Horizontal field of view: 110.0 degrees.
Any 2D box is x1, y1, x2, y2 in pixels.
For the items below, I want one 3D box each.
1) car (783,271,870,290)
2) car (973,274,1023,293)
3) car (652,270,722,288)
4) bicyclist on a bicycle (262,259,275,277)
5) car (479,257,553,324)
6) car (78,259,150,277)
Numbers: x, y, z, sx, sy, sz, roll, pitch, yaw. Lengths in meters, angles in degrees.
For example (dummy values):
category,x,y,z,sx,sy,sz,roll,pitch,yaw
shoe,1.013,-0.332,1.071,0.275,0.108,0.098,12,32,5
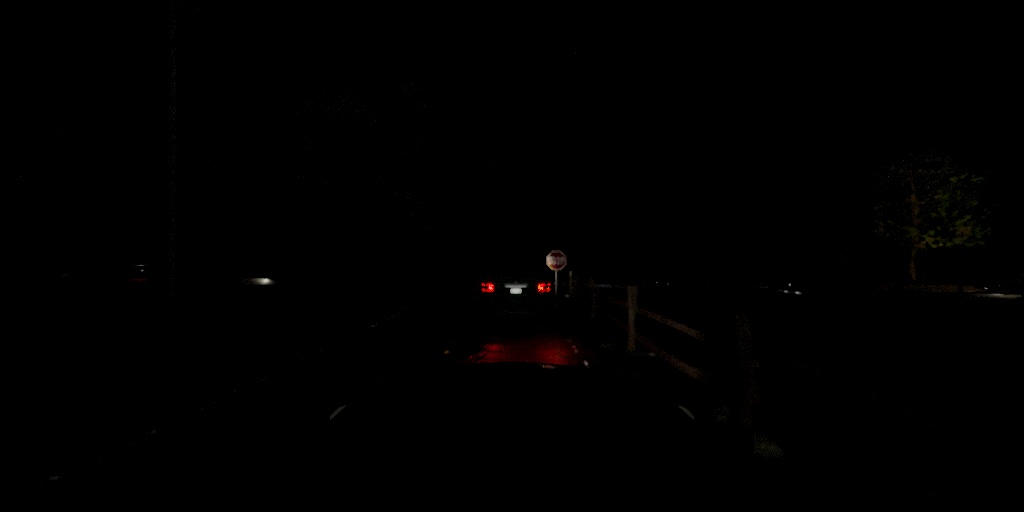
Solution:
category,x,y,z,sx,sy,sz,roll,pitch,yaw
car,24.009,1.869,27.464,5.357,1.411,2.033,1,0,2
car,38.330,2.072,26.842,5.357,1.411,2.033,1,0,3
car,13.481,1.770,27.876,4.718,1.301,1.895,1,0,1
bicyclist on a bicycle,-21.974,1.114,32.435,0.582,1.620,1.656,1,0,2
car,0.136,1.054,12.435,2.150,2.045,5.566,0,0,1
car,-33.109,0.962,29.871,4.902,1.511,2.128,1,0,2
